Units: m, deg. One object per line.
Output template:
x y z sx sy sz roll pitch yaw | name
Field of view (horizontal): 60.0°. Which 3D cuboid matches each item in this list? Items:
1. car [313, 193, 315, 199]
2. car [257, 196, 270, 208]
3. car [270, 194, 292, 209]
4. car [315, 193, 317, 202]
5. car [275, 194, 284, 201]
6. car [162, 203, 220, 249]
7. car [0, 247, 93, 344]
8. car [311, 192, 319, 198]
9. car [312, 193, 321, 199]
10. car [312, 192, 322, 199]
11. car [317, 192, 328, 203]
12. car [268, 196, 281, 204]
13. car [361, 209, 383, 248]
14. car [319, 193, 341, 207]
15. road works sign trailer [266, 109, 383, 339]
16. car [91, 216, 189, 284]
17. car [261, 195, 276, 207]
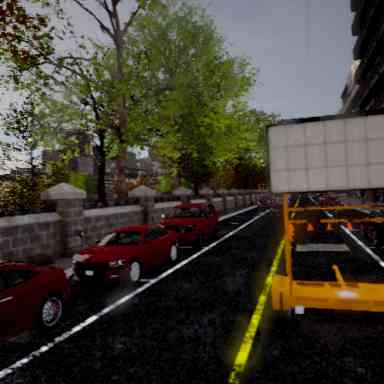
21.983 0.814 55.861 2.192 1.841 5.009 -3 -1 18 | car
10.512 1.422 47.795 1.967 1.590 4.097 -3 -1 18 | car
12.084 1.085 44.144 2.150 2.045 5.566 -3 -1 19 | car
20.224 0.967 50.513 1.967 1.590 4.097 -3 -1 18 | car
21.057 1.345 79.708 1.752 1.417 4.829 -3 -1 18 | car
-0.087 1.482 15.719 2.192 1.841 5.009 -3 -1 18 | car
-3.605 1.816 5.022 1.802 1.307 4.206 -3 -1 18 | car
32.642 0.868 88.099 1.752 1.417 4.829 -3 -1 18 | car
30.825 0.933 82.590 1.947 1.339 4.313 -3 -1 18 | car
29.052 0.832 77.245 1.967 1.590 4.097 -3 -1 18 | car
18.464 1.099 45.167 1.887 1.381 4.507 -3 -1 18 | car
15.815 1.449 63.831 2.008 1.369 4.403 -3 -1 18 | car
7.872 1.305 13.090 1.947 1.339 4.313 -3 -1 18 | car
16.699 1.128 39.820 1.887 1.381 4.507 -3 -1 18 | car
2.683 0.391 6.120 2.380 3.560 2.880 -3 -1 18 | road works sign trailer
-1.841 1.745 10.369 1.887 1.381 4.507 -3 -1 18 | car
12.277 1.394 53.139 1.967 1.590 4.097 -3 -1 18 | car
